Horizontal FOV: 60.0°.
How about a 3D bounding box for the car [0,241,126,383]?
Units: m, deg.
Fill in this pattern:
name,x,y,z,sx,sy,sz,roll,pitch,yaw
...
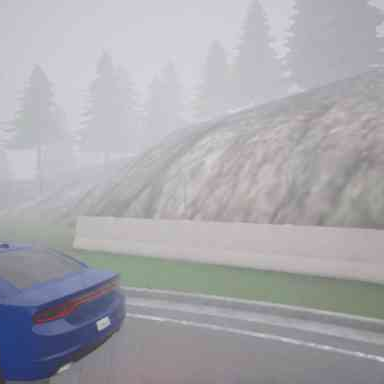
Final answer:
name,x,y,z,sx,sy,sz,roll,pitch,yaw
car,-3.431,1.505,5.006,5.008,1.535,1.882,0,0,20
